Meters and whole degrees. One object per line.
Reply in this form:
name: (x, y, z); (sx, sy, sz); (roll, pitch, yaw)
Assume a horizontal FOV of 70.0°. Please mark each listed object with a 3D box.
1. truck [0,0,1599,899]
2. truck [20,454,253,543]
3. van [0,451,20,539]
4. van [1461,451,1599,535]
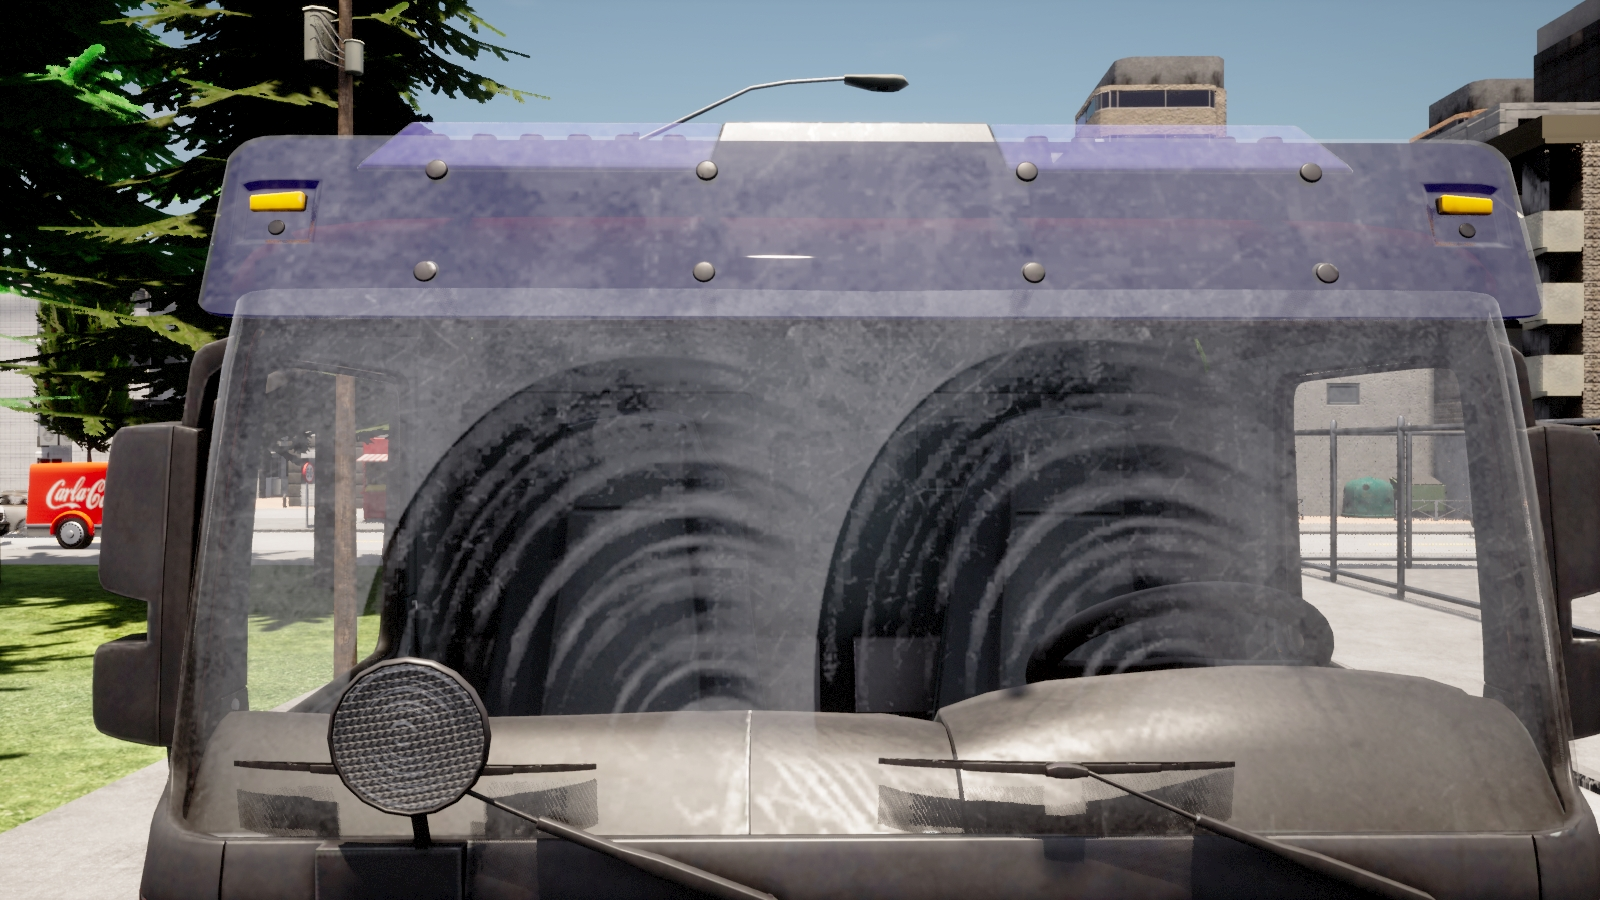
truck: (0.092, 0.670, 5.580); (2.891, 3.827, 8.468); (0, 0, -1)
truck: (-19.012, 1.348, 32.943); (5.204, 2.467, 2.627); (0, 0, 1)
van: (-26.239, 1.314, 33.169); (5.915, 2.561, 1.988); (0, 0, 2)
van: (24.242, 1.314, 35.747); (5.915, 2.561, 1.988); (0, 0, 1)
